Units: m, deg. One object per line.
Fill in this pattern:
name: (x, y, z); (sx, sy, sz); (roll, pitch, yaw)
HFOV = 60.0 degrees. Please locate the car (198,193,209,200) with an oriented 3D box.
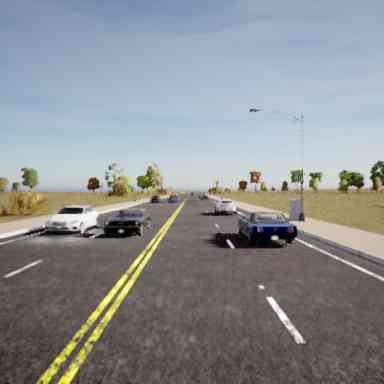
car: (3.234, 1.244, 83.456); (2.128, 1.511, 4.902); (0, 0, 0)

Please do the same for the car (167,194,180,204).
car: (-3.303, 1.179, 60.264); (2.097, 1.767, 4.553); (0, 0, 1)

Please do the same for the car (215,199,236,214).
car: (3.343, 1.432, 33.506); (1.812, 1.442, 4.674); (0, 0, 0)

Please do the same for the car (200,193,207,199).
car: (3.231, 1.172, 94.646); (1.801, 1.575, 5.366); (0, 0, 0)

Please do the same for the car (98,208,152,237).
car: (-3.354, 1.550, 17.978); (1.895, 1.301, 4.718); (0, 0, 0)

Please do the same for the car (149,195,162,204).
car: (-6.552, 1.331, 60.182); (1.837, 1.490, 4.892); (0, 0, 1)

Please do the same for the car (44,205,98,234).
car: (-6.603, 1.472, 18.833); (1.812, 1.442, 4.674); (0, 0, 0)

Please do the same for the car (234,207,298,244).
car: (3.346, 1.557, 15.638); (1.895, 1.301, 4.718); (0, 0, 0)
